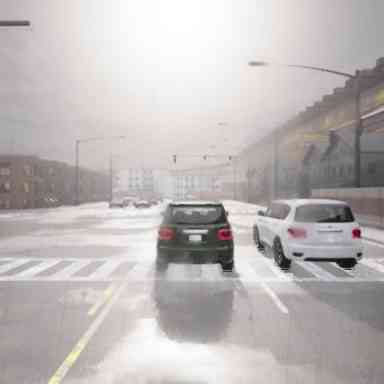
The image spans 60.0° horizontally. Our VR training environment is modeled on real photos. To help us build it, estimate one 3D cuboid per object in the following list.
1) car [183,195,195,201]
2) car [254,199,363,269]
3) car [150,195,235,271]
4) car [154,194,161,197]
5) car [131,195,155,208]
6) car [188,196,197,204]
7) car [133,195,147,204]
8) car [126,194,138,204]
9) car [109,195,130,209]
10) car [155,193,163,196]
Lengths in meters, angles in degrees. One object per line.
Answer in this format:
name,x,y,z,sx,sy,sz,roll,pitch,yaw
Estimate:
car,-0.871,1.639,87.293,2.128,1.511,4.902,0,0,-14
car,3.595,1.238,11.319,2.150,2.045,5.566,0,0,0
car,0.094,1.238,11.031,2.150,2.045,5.566,0,0,0
car,-7.011,1.602,58.212,1.812,1.442,4.674,0,0,0
car,-7.075,1.612,48.934,2.033,1.411,5.357,0,0,0
car,0.105,1.593,67.248,1.837,1.490,4.892,0,0,0
car,-10.494,1.441,67.466,2.097,1.767,4.553,0,0,0
car,-10.515,1.297,57.381,2.150,2.045,5.566,0,0,1
car,-10.572,1.588,47.714,1.812,1.442,4.674,0,0,0
car,-6.994,1.315,68.827,2.150,2.045,5.566,0,0,0
